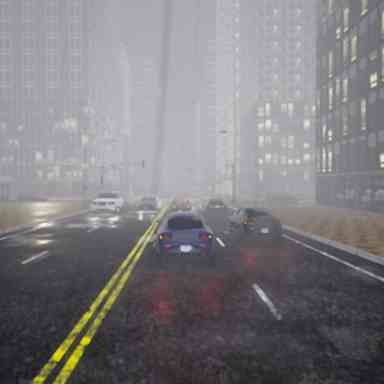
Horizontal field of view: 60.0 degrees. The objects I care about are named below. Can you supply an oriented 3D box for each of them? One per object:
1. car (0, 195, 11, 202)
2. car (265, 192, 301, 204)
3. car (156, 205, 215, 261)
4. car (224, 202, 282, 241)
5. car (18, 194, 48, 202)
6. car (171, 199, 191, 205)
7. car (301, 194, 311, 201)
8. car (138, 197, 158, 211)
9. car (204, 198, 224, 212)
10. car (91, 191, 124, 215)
[{"bbox_3d":[-30.431,0.967,51.789,4.206,1.307,1.802,0,1,-1],"label":"car"},{"bbox_3d":[14.169,0.962,52.977,5.009,1.841,2.192,0,1,-1],"label":"car"},{"bbox_3d":[-0.259,1.413,11.738,1.812,1.442,4.674,0,1,-2],"label":"car"},{"bbox_3d":[2.842,1.366,15.640,1.812,1.442,4.674,0,0,-2],"label":"car"},{"bbox_3d":[-24.746,0.986,51.891,4.313,1.339,1.947,0,1,-1],"label":"car"},{"bbox_3d":[-1.025,1.299,30.804,1.895,1.301,4.718,0,1,-2],"label":"car"},{"bbox_3d":[19.430,0.988,61.489,4.829,1.417,1.752,0,1,-1],"label":"car"},{"bbox_3d":[-4.660,1.204,35.846,2.033,1.411,5.357,0,1,-2],"label":"car"},{"bbox_3d":[2.192,1.244,31.663,1.994,1.385,4.181,0,1,-2],"label":"car"},{"bbox_3d":[-7.729,0.939,30.925,2.150,2.045,5.566,0,0,-2],"label":"car"}]
